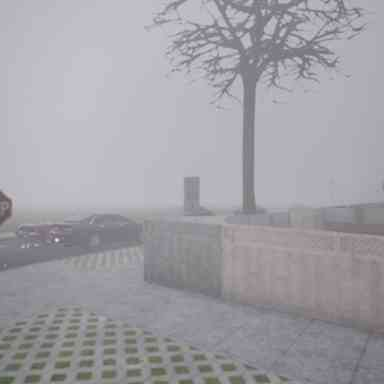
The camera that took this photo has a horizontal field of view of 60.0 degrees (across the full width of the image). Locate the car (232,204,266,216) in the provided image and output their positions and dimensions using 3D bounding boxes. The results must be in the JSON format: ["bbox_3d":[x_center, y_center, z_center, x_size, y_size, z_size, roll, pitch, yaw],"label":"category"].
[{"bbox_3d":[5.831,1.906,33.519,1.882,1.535,5.008,0,-1,35],"label":"car"}]

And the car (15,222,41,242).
[{"bbox_3d":[-6.123,1.738,16.608,1.895,1.301,4.718,0,-1,35],"label":"car"}]

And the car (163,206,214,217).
[{"bbox_3d":[-0.193,1.760,25.007,1.882,1.535,5.008,0,-1,35],"label":"car"}]

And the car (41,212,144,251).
[{"bbox_3d":[-3.874,1.657,15.022,1.837,1.490,4.892,-1,-1,36],"label":"car"}]

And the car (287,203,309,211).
[{"bbox_3d":[14.699,2.206,45.936,1.994,1.385,4.181,0,-1,35],"label":"car"}]
